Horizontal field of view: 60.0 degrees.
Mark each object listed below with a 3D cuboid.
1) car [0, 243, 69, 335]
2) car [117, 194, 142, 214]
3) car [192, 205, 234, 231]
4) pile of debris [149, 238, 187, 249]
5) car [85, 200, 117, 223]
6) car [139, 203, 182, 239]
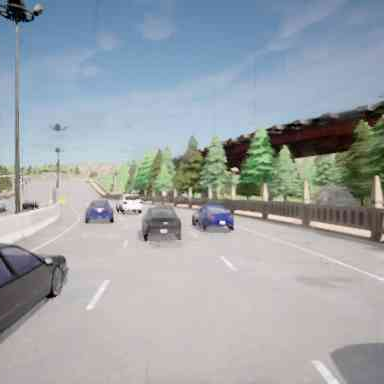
[{"bbox_3d":[-3.684,1.570,5.467,2.033,1.411,5.357,0,0,-4],"label":"car"},{"bbox_3d":[-6.974,1.292,36.761,2.150,2.045,5.566,0,0,-20],"label":"car"},{"bbox_3d":[1.230,1.542,20.720,1.812,1.442,4.674,0,0,-12],"label":"car"},{"bbox_3d":[-1.095,2.195,14.314,1.500,0.140,1.860,0,0,-8],"label":"pile of debris"},{"bbox_3d":[-7.449,1.414,26.902,2.097,1.767,4.553,0,0,-15],"label":"car"},{"bbox_3d":[-1.679,1.530,17.472,1.837,1.490,4.892,0,0,-10],"label":"car"}]
